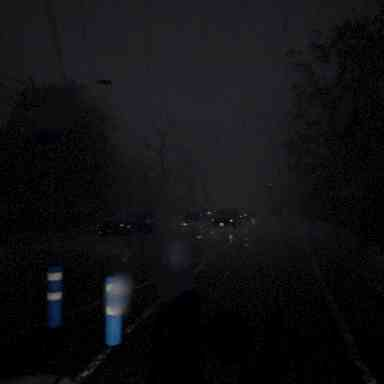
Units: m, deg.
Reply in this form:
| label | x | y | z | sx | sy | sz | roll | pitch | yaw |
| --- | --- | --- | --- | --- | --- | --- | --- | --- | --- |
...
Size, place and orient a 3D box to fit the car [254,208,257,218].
| label | x | y | z | sx | sy | sz | roll | pitch | yaw |
| --- | --- | --- | --- | --- | --- | --- | --- | --- | --- |
| car | 7.707 | 2.748 | 45.068 | 1.895 | 1.301 | 4.718 | 1 | -2 | 15 |

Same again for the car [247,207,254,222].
| label | x | y | z | sx | sy | sz | roll | pitch | yaw |
| --- | --- | --- | --- | --- | --- | --- | --- | --- | --- |
| car | 5.169 | 2.323 | 35.329 | 1.812 | 1.442 | 4.674 | 1 | -2 | 15 |

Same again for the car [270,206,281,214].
| label | x | y | z | sx | sy | sz | roll | pitch | yaw |
| --- | --- | --- | --- | --- | --- | --- | --- | --- | --- |
| car | 15.968 | 3.373 | 63.353 | 1.994 | 1.385 | 4.181 | 1 | -1 | 14 |

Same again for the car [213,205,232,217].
| label | x | y | z | sx | sy | sz | roll | pitch | yaw |
| --- | --- | --- | --- | --- | --- | --- | --- | --- | --- |
| car | 4.270 | 2.572 | 45.771 | 1.882 | 1.535 | 5.008 | 1 | -2 | 15 |

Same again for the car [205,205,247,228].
| label | x | y | z | sx | sy | sz | roll | pitch | yaw |
| --- | --- | --- | --- | --- | --- | --- | --- | --- | --- |
| car | 2.837 | 2.029 | 26.525 | 2.033 | 1.411 | 5.357 | 1 | -2 | 15 |

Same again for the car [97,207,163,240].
| label | x | y | z | sx | sy | sz | roll | pitch | yaw |
| --- | --- | --- | --- | --- | --- | --- | --- | --- | --- |
| car | -3.204 | 1.626 | 18.210 | 1.882 | 1.535 | 5.008 | 1 | -1 | 18 |

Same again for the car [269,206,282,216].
| label | x | y | z | sx | sy | sz | roll | pitch | yaw |
| --- | --- | --- | --- | --- | --- | --- | --- | --- | --- |
| car | 13.554 | 3.096 | 53.782 | 1.994 | 1.385 | 4.181 | 1 | -2 | 14 |

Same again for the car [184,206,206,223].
| label | x | y | z | sx | sy | sz | roll | pitch | yaw |
| --- | --- | --- | --- | --- | --- | --- | --- | --- | --- |
| car | 0.644 | 2.079 | 32.088 | 1.882 | 1.535 | 5.008 | 1 | -2 | 15 |
